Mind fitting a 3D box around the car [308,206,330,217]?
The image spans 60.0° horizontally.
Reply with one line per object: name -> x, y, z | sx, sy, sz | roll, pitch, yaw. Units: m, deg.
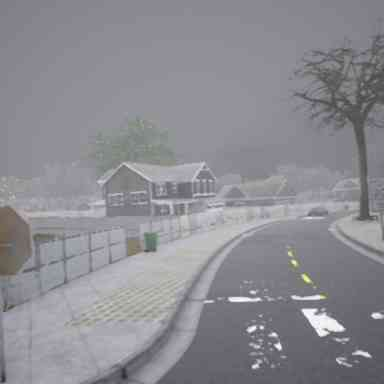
car -> 17.343, 2.631, 45.423 | 1.994, 1.385, 4.181 | -5, -3, 37
